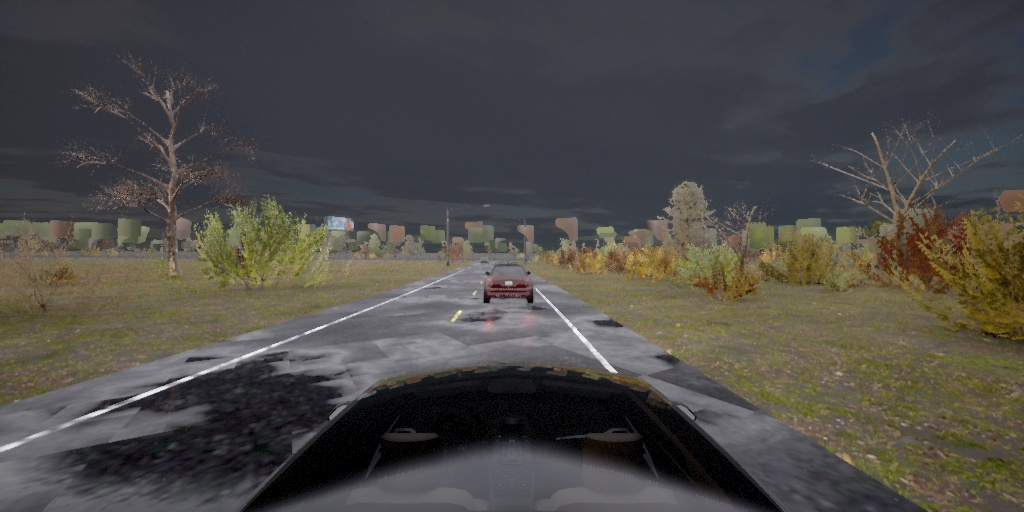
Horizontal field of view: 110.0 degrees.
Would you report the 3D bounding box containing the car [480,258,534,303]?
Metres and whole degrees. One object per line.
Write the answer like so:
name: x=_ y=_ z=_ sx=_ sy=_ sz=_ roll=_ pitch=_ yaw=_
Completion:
car: x=-0.178 y=1.107 z=16.542 sx=2.097 sy=1.767 sz=4.553 roll=0 pitch=0 yaw=-1
